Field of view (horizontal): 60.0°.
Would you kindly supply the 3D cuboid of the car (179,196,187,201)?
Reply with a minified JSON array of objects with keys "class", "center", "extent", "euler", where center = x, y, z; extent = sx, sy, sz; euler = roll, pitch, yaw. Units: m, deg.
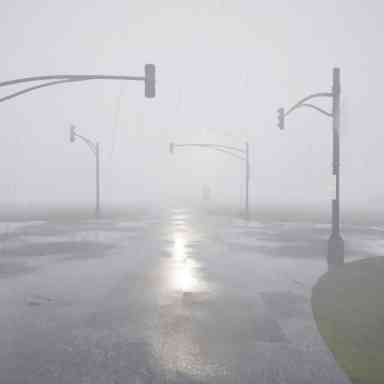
[{"class":"car","center":[-2.183,1.558,79.898],"extent":[1.895,1.301,4.718],"euler":[0,0,-4]}]

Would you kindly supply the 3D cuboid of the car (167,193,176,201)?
[{"class":"car","center":[-4.570,1.013,73.918],"extent":[2.097,1.767,4.553],"euler":[0,0,-3]}]

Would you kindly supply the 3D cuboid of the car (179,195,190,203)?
[{"class":"car","center":[-1.586,1.383,69.824],"extent":[2.097,1.767,4.553],"euler":[0,0,-3]}]
